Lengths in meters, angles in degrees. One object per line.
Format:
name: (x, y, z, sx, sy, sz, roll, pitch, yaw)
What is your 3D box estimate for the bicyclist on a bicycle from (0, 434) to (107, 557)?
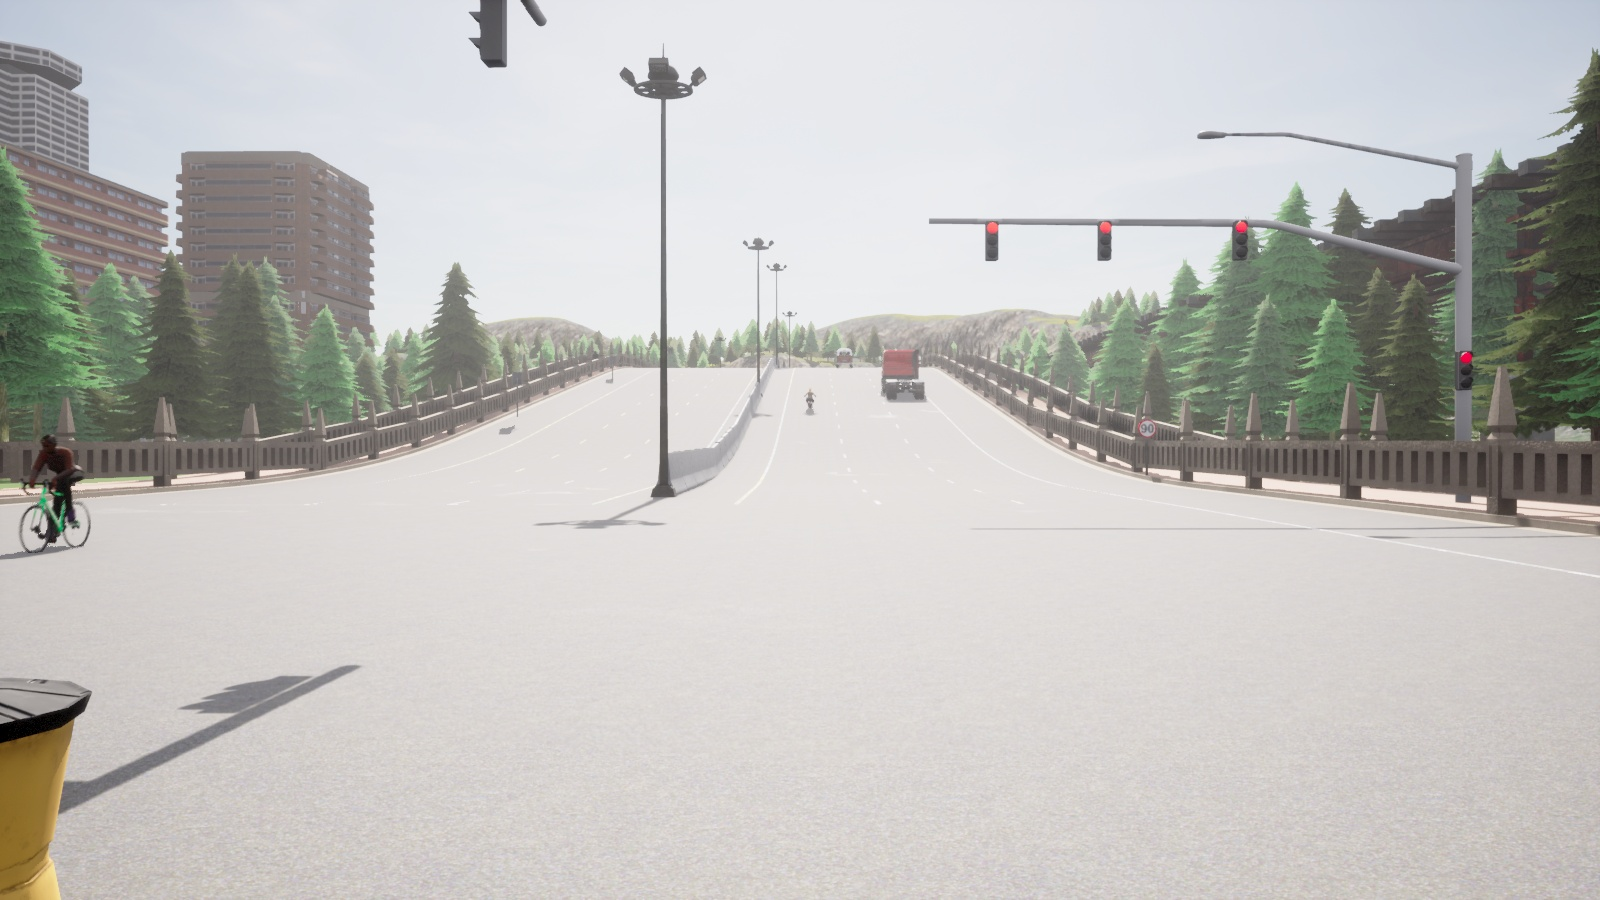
bicyclist on a bicycle: (-10.384, 0.592, 17.453, 0.582, 1.620, 1.656, 0, 1, 0)

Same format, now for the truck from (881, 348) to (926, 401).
truck: (7.819, -5.863, 95.762, 2.891, 3.462, 7.936, 0, 8, 1)
